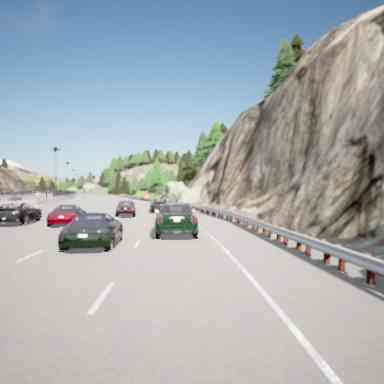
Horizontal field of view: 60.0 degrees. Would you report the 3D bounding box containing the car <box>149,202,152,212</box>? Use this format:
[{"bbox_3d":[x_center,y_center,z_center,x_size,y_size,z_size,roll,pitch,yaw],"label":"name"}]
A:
[{"bbox_3d":[-3.583,1.434,36.184,2.128,1.511,4.902,0,0,-11],"label":"car"}]

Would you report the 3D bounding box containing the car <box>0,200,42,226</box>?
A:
[{"bbox_3d":[-12.113,1.474,23.407,2.128,1.511,4.902,0,0,-7],"label":"car"}]

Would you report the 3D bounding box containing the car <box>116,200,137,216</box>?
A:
[{"bbox_3d":[-6.285,1.503,31.780,2.033,1.411,5.357,0,0,-10],"label":"car"}]

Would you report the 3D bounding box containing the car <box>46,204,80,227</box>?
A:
[{"bbox_3d":[-8.549,1.540,23.055,1.994,1.385,4.181,0,0,-7],"label":"car"}]

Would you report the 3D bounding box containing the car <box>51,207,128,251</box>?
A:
[{"bbox_3d":[-4.087,1.547,13.993,1.994,1.385,4.181,0,0,-4],"label":"car"}]

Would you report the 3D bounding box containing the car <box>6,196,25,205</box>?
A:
[{"bbox_3d":[-31.462,1.501,59.440,2.033,1.411,5.357,0,0,-17],"label":"car"}]

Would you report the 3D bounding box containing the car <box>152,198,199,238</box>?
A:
[{"bbox_3d":[-0.891,1.322,17.543,2.097,1.767,4.553,0,0,-5],"label":"car"}]
